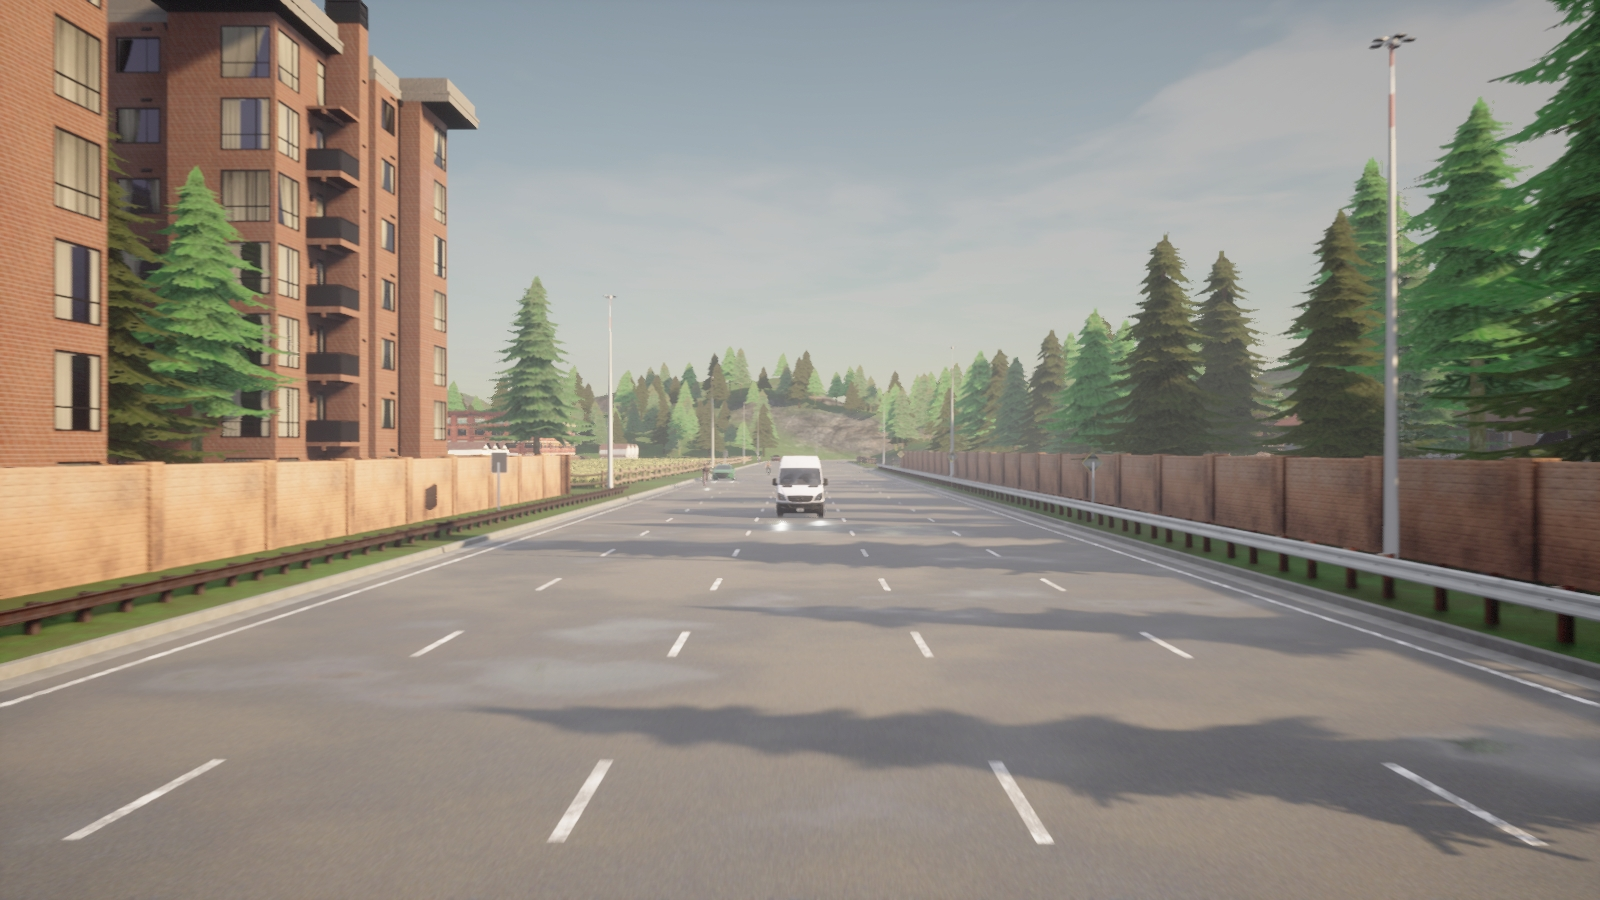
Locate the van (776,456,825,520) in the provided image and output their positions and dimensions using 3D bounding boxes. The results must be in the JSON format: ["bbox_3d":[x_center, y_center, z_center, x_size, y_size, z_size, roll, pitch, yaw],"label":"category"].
[{"bbox_3d":[0.013,1.534,48.883,1.988,2.561,5.915,0,0,0],"label":"van"}]
